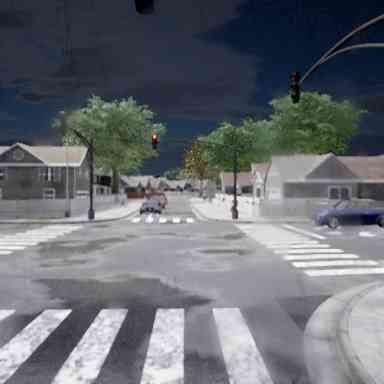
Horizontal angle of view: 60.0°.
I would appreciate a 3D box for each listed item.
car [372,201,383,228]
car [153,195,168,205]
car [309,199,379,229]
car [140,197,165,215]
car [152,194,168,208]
[{"bbox_3d":[12.447,1.355,17.150,5.008,1.535,1.882,0,0,-1],"label":"car"},{"bbox_3d":[-4.943,1.289,53.354,2.128,1.511,4.902,0,0,-2],"label":"car"},{"bbox_3d":[9.606,1.251,20.328,4.553,1.767,2.097,0,0,-1],"label":"car"},{"bbox_3d":[-3.953,1.447,32.498,1.994,1.385,4.181,0,0,-3],"label":"car"},{"bbox_3d":[-4.385,1.200,41.444,2.097,1.767,4.553,0,0,-2],"label":"car"}]
